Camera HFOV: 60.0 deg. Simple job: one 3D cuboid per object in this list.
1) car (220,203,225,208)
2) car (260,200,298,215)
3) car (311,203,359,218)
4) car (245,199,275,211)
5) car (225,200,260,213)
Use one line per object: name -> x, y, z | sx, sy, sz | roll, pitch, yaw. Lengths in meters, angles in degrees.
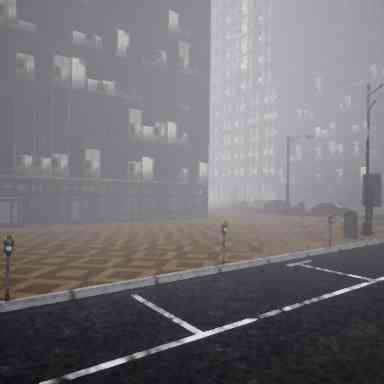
car -> 6.572, 1.974, 53.692 | 1.752, 1.417, 4.829 | 1, -1, -35
car -> 9.567, 1.576, 34.780 | 1.967, 1.590, 4.097 | 1, -1, -35
car -> 12.823, 1.663, 30.120 | 1.802, 1.307, 4.206 | 1, -1, -35
car -> 9.924, 1.833, 48.896 | 1.967, 1.590, 4.097 | 1, -1, -35
car -> 6.409, 1.714, 39.298 | 1.752, 1.417, 4.829 | 1, -1, -35
